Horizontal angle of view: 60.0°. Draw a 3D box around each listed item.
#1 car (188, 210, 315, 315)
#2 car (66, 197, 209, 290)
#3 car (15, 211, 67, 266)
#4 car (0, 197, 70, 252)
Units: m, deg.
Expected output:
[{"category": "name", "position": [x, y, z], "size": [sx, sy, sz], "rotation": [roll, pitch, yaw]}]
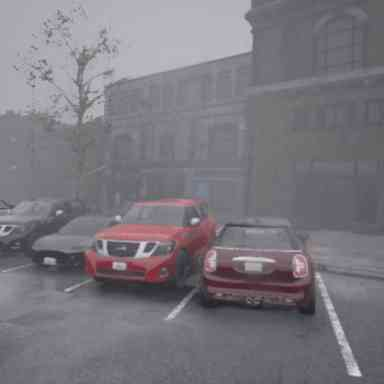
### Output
[{"category": "car", "position": [1.651, 1.365, 7.890], "size": [2.185, 1.767, 4.553], "rotation": [0, -1, 16]}, {"category": "car", "position": [-0.778, 1.238, 9.644], "size": [2.435, 2.045, 5.566], "rotation": [1, -1, 16]}, {"category": "car", "position": [-3.229, 1.519, 11.391], "size": [2.163, 1.488, 4.792], "rotation": [1, -1, 16]}, {"category": "car", "position": [-5.670, 1.237, 13.142], "size": [2.435, 2.045, 5.566], "rotation": [1, -1, 16]}]
